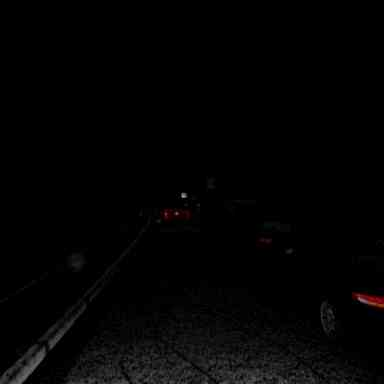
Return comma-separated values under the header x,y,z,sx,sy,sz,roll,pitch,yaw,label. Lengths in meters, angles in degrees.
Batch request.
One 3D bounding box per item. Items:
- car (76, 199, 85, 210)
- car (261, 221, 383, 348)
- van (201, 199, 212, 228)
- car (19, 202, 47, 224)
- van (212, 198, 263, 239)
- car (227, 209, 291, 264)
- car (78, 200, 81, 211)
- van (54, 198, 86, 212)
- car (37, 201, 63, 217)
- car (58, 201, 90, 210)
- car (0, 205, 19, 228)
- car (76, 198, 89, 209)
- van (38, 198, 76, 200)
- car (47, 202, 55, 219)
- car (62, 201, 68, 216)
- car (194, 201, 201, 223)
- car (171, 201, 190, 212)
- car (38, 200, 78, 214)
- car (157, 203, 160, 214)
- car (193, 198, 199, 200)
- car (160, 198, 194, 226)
x,y,z,sx,sy,sz,roll,pitch,yaw,label
-17.942,2.153,46.234,4.792,1.488,2.163,0,-1,-10,car
2.908,1.530,6.307,2.002,1.452,4.674,0,0,-1,car
1.974,1.439,23.033,1.878,1.987,4.442,0,-1,-4,van
-15.114,1.816,27.468,4.892,1.521,2.231,0,-1,-6,car
2.404,1.358,17.512,1.878,1.987,4.442,0,-1,-3,van
2.701,1.565,11.846,2.002,1.452,4.674,0,0,-2,car
-17.496,2.127,43.656,4.674,1.452,2.002,0,-1,-10,car
-18.921,1.966,51.622,4.442,1.987,1.878,0,-1,-11,van
-15.775,1.943,32.888,4.792,1.488,2.163,0,-1,-7,car
-20.106,2.257,57.003,4.892,1.521,2.231,0,-1,-11,car
-14.507,1.738,21.913,4.792,1.488,2.163,0,-1,-5,car
-18.521,1.909,48.903,5.566,2.045,2.435,0,-1,-11,car
-17.153,1.821,40.967,4.442,1.987,1.878,0,-1,-9,van
-15.477,1.895,30.176,4.792,1.488,2.163,0,-1,-7,car
-16.190,2.000,35.588,4.674,1.452,2.002,0,-1,-8,car
1.454,1.788,28.464,2.163,1.488,4.792,0,-1,-5,car
-1.748,2.105,49.730,2.128,1.511,4.902,0,-1,-10,car
-16.415,2.000,38.314,5.366,1.575,1.946,0,-1,-9,car
-3.455,2.004,42.872,1.882,1.535,5.008,0,-1,-9,car
-0.254,1.700,40.737,2.150,2.045,5.566,0,-1,-9,car
-1.272,1.595,25.808,2.097,1.767,4.553,0,-1,-5,car
